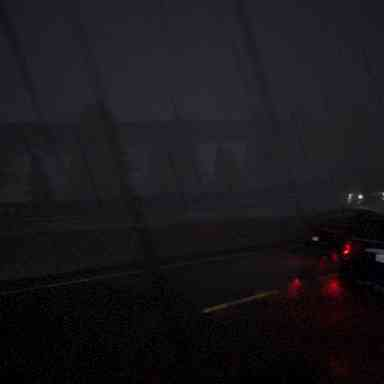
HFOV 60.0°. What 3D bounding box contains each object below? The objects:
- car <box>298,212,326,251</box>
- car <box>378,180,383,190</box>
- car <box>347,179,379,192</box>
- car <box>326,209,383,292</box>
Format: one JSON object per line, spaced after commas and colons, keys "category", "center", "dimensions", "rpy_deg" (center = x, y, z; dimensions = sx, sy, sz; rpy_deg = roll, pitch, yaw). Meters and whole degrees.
{"category": "car", "center": [6.058, 1.350, 12.366], "dimensions": [5.008, 1.535, 1.882], "rpy_deg": [-1, 1, -35]}
{"category": "car", "center": [23.666, -0.947, 38.037], "dimensions": [4.181, 1.385, 1.994], "rpy_deg": [-9, 5, -35]}
{"category": "car", "center": [21.046, -0.872, 40.468], "dimensions": [5.357, 1.411, 2.033], "rpy_deg": [-9, 5, -35]}
{"category": "car", "center": [5.402, 1.273, 7.600], "dimensions": [4.553, 1.767, 2.097], "rpy_deg": [-1, 0, -35]}
